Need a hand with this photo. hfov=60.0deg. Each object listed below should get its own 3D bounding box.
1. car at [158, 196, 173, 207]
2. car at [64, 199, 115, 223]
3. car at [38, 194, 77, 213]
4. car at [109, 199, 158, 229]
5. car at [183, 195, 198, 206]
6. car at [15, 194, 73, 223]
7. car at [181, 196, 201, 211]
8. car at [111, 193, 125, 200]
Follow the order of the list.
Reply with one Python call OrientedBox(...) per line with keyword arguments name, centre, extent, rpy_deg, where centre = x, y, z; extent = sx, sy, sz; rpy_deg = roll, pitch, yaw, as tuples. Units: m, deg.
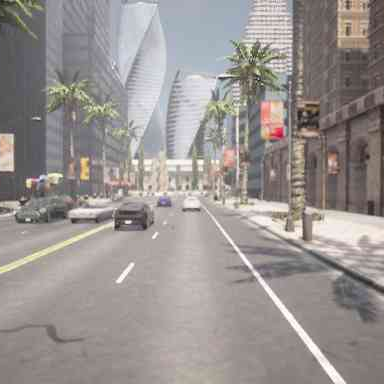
OrientedBox(name="car", centre=(-3.667, 1.212, 44.871), extent=(1.812, 1.442, 4.674), rpy_deg=(0, 0, -1))
OrientedBox(name="car", centre=(-7.061, 1.432, 23.647), extent=(1.895, 1.301, 4.718), rpy_deg=(0, 0, 0))
OrientedBox(name="car", centre=(-13.723, 1.111, 34.157), extent=(2.185, 1.767, 4.553), rpy_deg=(0, 0, -1))
OrientedBox(name="car", centre=(-3.457, 1.360, 20.443), extent=(1.837, 1.490, 4.892), rpy_deg=(0, 0, 0))
OrientedBox(name="car", centre=(-0.211, 1.229, 47.993), extent=(1.994, 1.385, 4.181), rpy_deg=(0, 0, -1))
OrientedBox(name="car", centre=(-10.562, 1.180, 23.675), extent=(2.097, 1.767, 4.553), rpy_deg=(0, 1, 0))
OrientedBox(name="car", centre=(-0.060, 1.273, 36.166), extent=(1.812, 1.442, 4.674), rpy_deg=(0, 0, -1))
OrientedBox(name="car", centre=(-14.103, 1.033, 63.530), extent=(2.231, 1.521, 4.892), rpy_deg=(0, 0, -1))
